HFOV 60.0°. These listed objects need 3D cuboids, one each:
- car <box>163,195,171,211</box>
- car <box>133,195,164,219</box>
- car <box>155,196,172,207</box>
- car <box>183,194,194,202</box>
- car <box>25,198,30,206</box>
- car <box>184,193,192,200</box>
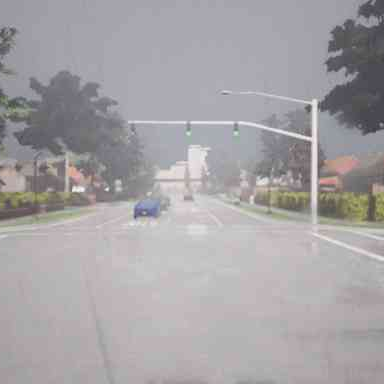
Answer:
[{"bbox_3d":[-3.814,1.130,37.023,2.097,1.767,4.553,0,0,-1],"label":"car"},{"bbox_3d":[-3.652,1.311,27.673,1.882,1.535,5.008,0,0,-1],"label":"car"},{"bbox_3d":[-3.966,1.265,47.358,2.033,1.411,5.357,0,0,0],"label":"car"},{"bbox_3d":[-0.697,1.131,63.567,1.837,1.490,4.892,0,0,-1],"label":"car"},{"bbox_3d":[-20.634,0.921,38.007,3.806,1.475,1.970,0,0,0],"label":"car"},{"bbox_3d":[-0.884,1.080,73.963,1.812,1.442,4.674,0,0,-1],"label":"car"}]
